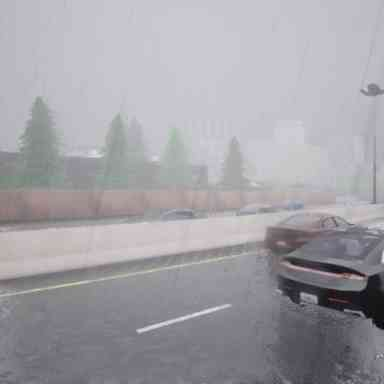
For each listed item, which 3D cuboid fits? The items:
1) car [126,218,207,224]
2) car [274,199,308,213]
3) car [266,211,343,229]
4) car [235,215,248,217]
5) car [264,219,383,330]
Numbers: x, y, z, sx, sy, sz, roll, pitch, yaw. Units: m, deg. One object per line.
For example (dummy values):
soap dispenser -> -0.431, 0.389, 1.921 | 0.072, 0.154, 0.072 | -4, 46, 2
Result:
car -> -1.303, 1.553, 16.670 | 4.902, 1.511, 2.128 | 0, 0, -41
car -> 12.115, 1.597, 40.418 | 1.882, 1.535, 5.008 | 0, -1, 43
car -> 4.740, 1.513, 12.401 | 5.008, 1.535, 1.882 | 0, 0, -42
car -> 5.557, 1.614, 28.237 | 1.812, 1.442, 4.674 | 0, 0, 43
car -> 3.772, 1.511, 6.963 | 4.902, 1.511, 2.128 | 0, 0, -40
